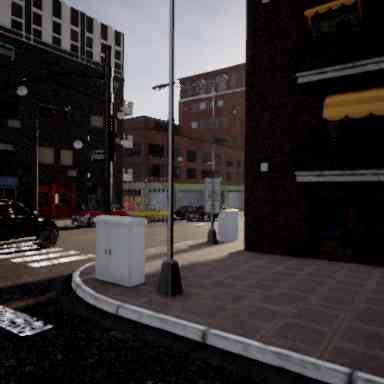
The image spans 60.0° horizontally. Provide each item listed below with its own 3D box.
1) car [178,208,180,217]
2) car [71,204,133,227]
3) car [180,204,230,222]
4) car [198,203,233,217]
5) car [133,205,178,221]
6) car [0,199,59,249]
[{"bbox_3d":[-0.342,1.959,33.062,1.947,1.339,4.313,-1,-1,35],"label":"car"},{"bbox_3d":[-6.652,1.626,23.999,1.967,1.590,4.097,-1,-1,35],"label":"car"},{"bbox_3d":[1.337,1.909,30.913,1.837,1.490,4.892,1,-1,35],"label":"car"},{"bbox_3d":[2.717,2.019,37.456,1.752,1.417,4.829,-1,-1,35],"label":"car"},{"bbox_3d":[-3.594,1.812,28.390,1.752,1.417,4.829,-1,-1,35],"label":"car"},{"bbox_3d":[-7.336,1.278,12.225,2.150,2.045,5.566,-1,-1,13],"label":"car"}]
